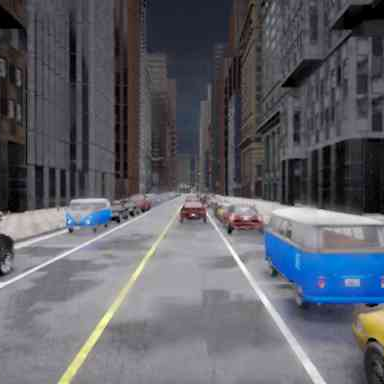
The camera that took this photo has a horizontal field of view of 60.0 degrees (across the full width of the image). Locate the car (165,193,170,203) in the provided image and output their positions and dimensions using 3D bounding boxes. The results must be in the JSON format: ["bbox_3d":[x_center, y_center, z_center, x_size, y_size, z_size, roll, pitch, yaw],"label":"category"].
[{"bbox_3d":[-5.776,1.236,63.925,1.967,1.590,4.097,0,0,0],"label":"car"}]

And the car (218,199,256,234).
[{"bbox_3d":[2.757,1.379,18.845,1.967,1.590,4.097,0,0,0],"label":"car"}]

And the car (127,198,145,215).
[{"bbox_3d":[-5.770,1.469,30.105,1.947,1.339,4.313,0,0,0],"label":"car"}]

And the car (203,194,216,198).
[{"bbox_3d":[2.753,1.307,41.389,1.967,1.590,4.097,0,0,0],"label":"car"}]

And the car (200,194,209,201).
[{"bbox_3d":[2.747,1.201,75.207,1.967,1.590,4.097,0,0,0],"label":"car"}]

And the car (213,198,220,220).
[{"bbox_3d":[2.756,1.445,24.651,1.752,1.417,4.829,0,0,0],"label":"car"}]

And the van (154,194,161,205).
[{"bbox_3d":[-5.773,1.190,47.015,1.690,1.788,3.998,0,0,0],"label":"van"}]

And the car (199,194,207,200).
[{"bbox_3d":[2.746,1.293,86.480,1.947,1.339,4.313,0,0,0],"label":"car"}]

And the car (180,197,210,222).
[{"bbox_3d":[0.095,1.396,25.143,1.882,1.535,5.008,0,0,0],"label":"car"}]

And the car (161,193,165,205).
[{"bbox_3d":[-5.774,1.272,52.652,1.967,1.590,4.097,0,0,0],"label":"car"}]

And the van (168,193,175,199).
[{"bbox_3d":[-5.781,1.053,92.108,1.690,1.788,3.998,0,0,0],"label":"van"}]

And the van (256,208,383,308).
[{"bbox_3d":[2.758,1.316,7.571,1.690,1.788,3.998,0,0,0],"label":"van"}]

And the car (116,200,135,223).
[{"bbox_3d":[-5.769,1.487,24.469,1.947,1.339,4.313,0,0,0],"label":"car"}]

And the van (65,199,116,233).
[{"bbox_3d":[-5.769,1.280,18.831,1.690,1.788,3.998,0,0,0],"label":"van"}]

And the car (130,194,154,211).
[{"bbox_3d":[-5.772,1.200,35.741,2.192,1.841,5.009,0,0,0],"label":"car"}]

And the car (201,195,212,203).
[{"bbox_3d":[2.750,1.362,63.936,1.947,1.339,4.313,0,0,0],"label":"car"}]

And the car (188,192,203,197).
[{"bbox_3d":[0.092,1.206,45.680,2.097,1.767,4.553,0,0,0],"label":"car"}]

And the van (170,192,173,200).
[{"bbox_3d":[-5.778,1.102,75.198,1.690,1.788,3.998,0,0,0],"label":"van"}]

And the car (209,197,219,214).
[{"bbox_3d":[2.755,1.453,30.118,2.008,1.369,4.403,0,0,0],"label":"car"}]

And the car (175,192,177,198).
[{"bbox_3d":[-5.779,1.279,86.471,2.008,1.369,4.403,0,0,0],"label":"car"}]

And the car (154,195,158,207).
[{"bbox_3d":[-5.772,1.412,41.379,1.887,1.381,4.507,0,0,0],"label":"car"}]

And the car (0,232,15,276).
[{"bbox_3d":[-5.766,1.541,7.558,1.947,1.339,4.313,0,0,0],"label":"car"}]

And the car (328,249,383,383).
[{"bbox_3d":[2.760,1.518,2.106,1.752,1.417,4.829,0,0,0],"label":"car"}]

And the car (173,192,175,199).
[{"bbox_3d":[-5.778,1.270,80.665,1.752,1.417,4.829,0,0,0],"label":"car"}]
